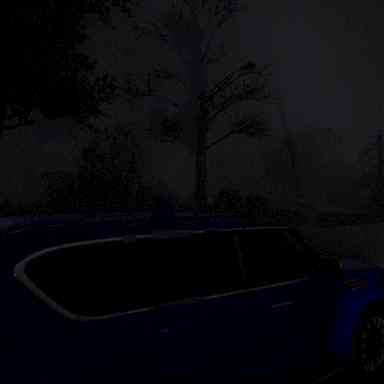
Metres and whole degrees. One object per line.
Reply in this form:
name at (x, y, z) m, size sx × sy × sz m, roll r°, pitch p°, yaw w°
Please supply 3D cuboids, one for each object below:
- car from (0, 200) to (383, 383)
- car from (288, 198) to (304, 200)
car at (0.126, 1.222, 3.791) m, size 5.566 × 2.045 × 2.150 m, roll 0°, pitch 0°, yaw -35°
car at (14.952, 1.551, 46.903) m, size 1.812 × 1.442 × 4.674 m, roll 0°, pitch 0°, yaw -27°
